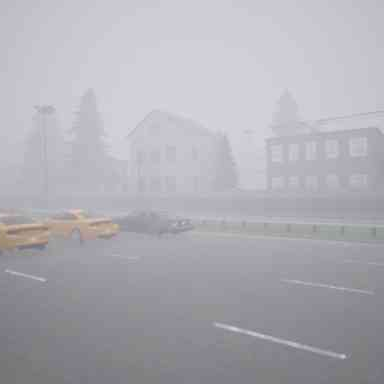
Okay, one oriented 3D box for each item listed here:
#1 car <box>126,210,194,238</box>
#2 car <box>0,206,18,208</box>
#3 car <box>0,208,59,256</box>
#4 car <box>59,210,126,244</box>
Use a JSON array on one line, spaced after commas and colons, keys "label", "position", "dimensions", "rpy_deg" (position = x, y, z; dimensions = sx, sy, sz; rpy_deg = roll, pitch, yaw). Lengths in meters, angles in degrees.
[{"label": "car", "position": [-2.465, 1.686, 18.542], "dimensions": [5.357, 1.411, 2.033], "rpy_deg": [-1, 0, 36]}, {"label": "car", "position": [-15.483, 1.878, 27.836], "dimensions": [4.181, 1.385, 1.994], "rpy_deg": [-1, 0, 36]}, {"label": "car", "position": [-7.917, 1.635, 13.850], "dimensions": [5.008, 1.535, 1.882], "rpy_deg": [0, 0, 36]}, {"label": "car", "position": [-5.869, 1.635, 16.689], "dimensions": [5.008, 1.535, 1.882], "rpy_deg": [0, 0, 36]}]
